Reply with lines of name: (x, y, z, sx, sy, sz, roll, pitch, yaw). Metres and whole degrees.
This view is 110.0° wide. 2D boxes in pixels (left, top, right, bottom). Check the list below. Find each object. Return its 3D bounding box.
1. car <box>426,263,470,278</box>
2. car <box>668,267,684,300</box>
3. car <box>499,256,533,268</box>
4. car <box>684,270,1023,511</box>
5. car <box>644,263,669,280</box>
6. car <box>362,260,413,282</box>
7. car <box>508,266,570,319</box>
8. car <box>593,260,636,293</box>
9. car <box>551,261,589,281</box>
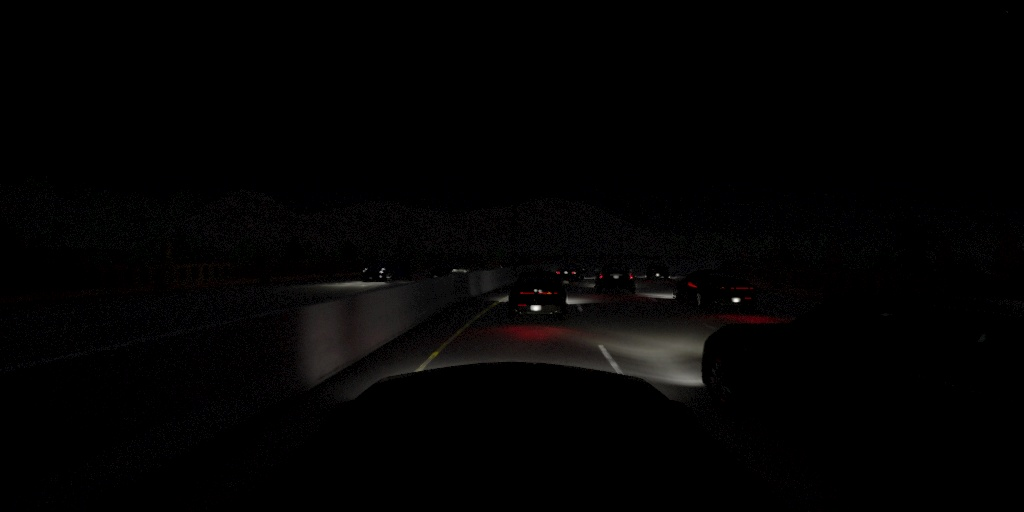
car: (-5.623, 1.335, 32.459, 2.033, 1.411, 5.357, 0, 0, 18)
car: (8.377, 1.326, 15.177, 1.837, 1.490, 4.892, 0, 0, 9)
car: (0.554, 1.054, 39.199, 2.150, 2.045, 5.566, 0, 0, 23)
car: (3.751, 1.124, 3.299, 2.097, 1.767, 4.553, 0, 0, 1)
car: (13.516, 1.391, 33.398, 1.837, 1.490, 4.892, 0, 0, 21)
car: (-10.107, 1.111, 29.344, 2.097, 1.767, 4.553, 0, 0, 16)
car: (0.986, 1.284, 12.949, 1.837, 1.490, 4.892, 0, 0, 7)
car: (6.152, 1.176, 21.699, 2.097, 1.767, 4.553, 0, 0, 12)
car: (5.109, 1.386, 31.003, 2.033, 1.411, 5.357, 0, 0, 19)
